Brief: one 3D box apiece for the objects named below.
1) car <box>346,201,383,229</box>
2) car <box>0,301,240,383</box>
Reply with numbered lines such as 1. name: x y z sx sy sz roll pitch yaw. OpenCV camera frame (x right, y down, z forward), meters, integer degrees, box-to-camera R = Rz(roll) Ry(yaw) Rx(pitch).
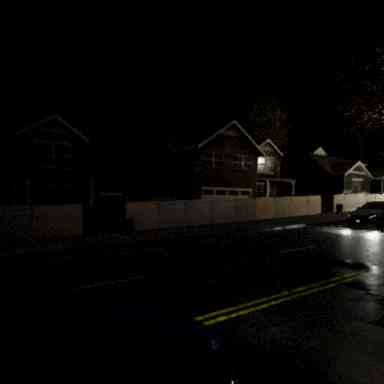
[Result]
1. car: 10.910 1.256 19.446 4.674 1.442 1.812 -1 1 -35
2. car: -1.863 1.482 2.107 5.008 1.535 1.882 -1 1 -36
